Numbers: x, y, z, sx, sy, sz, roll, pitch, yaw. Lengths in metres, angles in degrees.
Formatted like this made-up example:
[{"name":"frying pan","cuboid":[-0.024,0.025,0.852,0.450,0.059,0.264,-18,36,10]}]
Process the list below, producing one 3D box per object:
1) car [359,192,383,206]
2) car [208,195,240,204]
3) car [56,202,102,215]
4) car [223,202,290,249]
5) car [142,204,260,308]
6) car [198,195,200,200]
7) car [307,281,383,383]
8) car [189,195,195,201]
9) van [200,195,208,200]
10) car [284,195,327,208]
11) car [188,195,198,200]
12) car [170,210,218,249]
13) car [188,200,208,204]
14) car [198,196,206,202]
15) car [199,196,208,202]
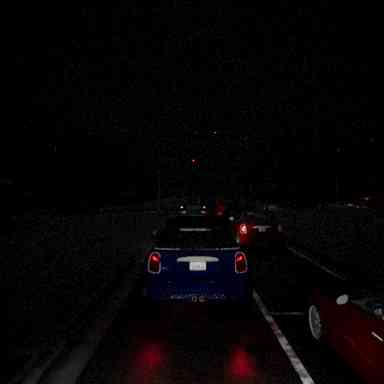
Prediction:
[{"name":"car","cuboid":[22.507,0.752,39.871,4.553,1.767,2.097,-1,1,0]},{"name":"car","cuboid":[2.615,1.315,25.163,2.192,1.841,5.009,-1,0,0]},{"name":"car","cuboid":[-12.476,1.815,36.896,4.902,1.511,2.128,-2,1,1]},{"name":"car","cuboid":[2.621,1.437,14.358,1.967,1.590,4.097,-1,0,0]},{"name":"car","cuboid":[0.066,1.349,8.106,2.097,1.767,4.553,0,0,-1]},{"name":"car","cuboid":[2.602,1.348,56.931,2.192,1.841,5.009,-1,0,0]},{"name":"car","cuboid":[2.628,1.580,3.553,1.802,1.307,4.206,-1,0,0]},{"name":"car","cuboid":[-0.035,1.641,92.053,1.812,1.442,4.674,0,0,0]},{"name":"van","cuboid":[2.605,1.366,51.524,1.690,1.788,3.998,-1,0,0]},{"name":"car","cuboid":[13.555,1.120,39.866,4.892,1.490,1.837,-1,1,0]},{"name":"car","cuboid":[-0.011,1.585,72.942,2.128,1.511,4.902,0,0,0]},{"name":"car","cuboid":[0.088,1.598,15.441,1.895,1.301,4.718,0,0,0]},{"name":"car","cuboid":[0.092,1.564,25.453,1.994,1.385,4.181,0,0,-1]},{"name":"car","cuboid":[2.595,1.638,83.962,1.887,1.381,4.507,-1,0,0]},{"name":"car","cuboid":[2.597,1.630,78.556,2.008,1.369,4.403,-1,0,0]}]
